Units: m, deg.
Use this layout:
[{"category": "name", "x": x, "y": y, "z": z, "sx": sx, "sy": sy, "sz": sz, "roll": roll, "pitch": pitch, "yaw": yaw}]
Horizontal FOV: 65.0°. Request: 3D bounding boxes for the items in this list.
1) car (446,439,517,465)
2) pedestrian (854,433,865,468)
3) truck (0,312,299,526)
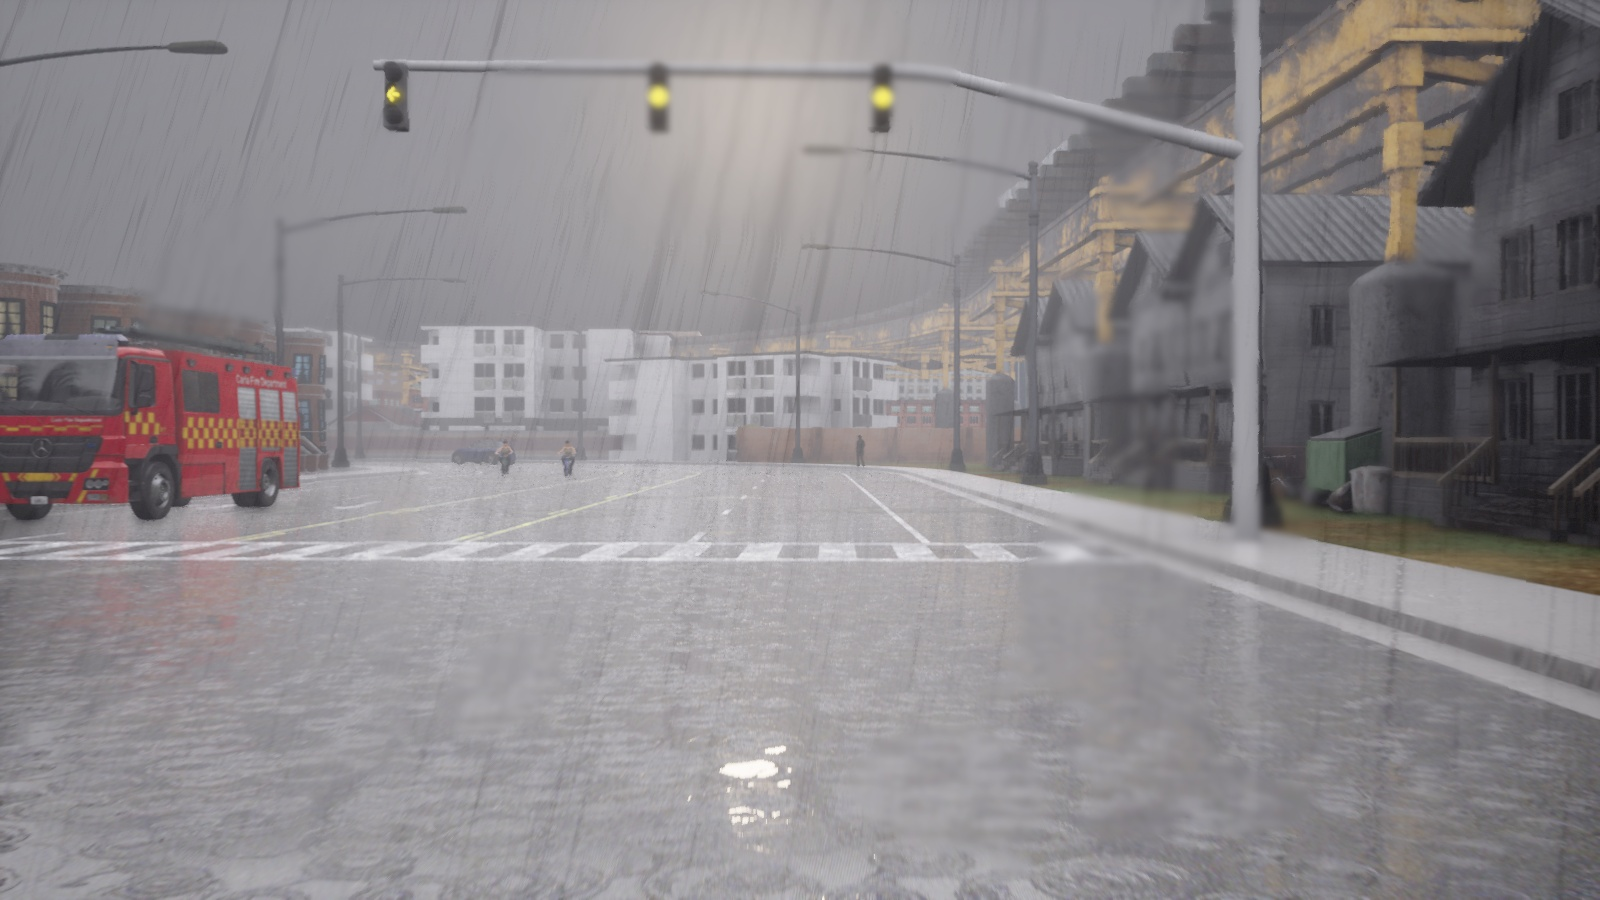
[{"category": "car", "x": -22.168, "y": 0.094, "z": 87.512, "sx": 4.553, "sy": 1.767, "sz": 2.097, "roll": 0, "pitch": 0, "yaw": 27}, {"category": "pedestrian", "x": 3.310, "y": 0.011, "z": 69.762, "sx": 0.395, "sy": 1.930, "sz": 0.692, "roll": 0, "pitch": 0, "yaw": -17}, {"category": "truck", "x": -13.827, "y": -0.580, "z": 26.755, "sx": 2.891, "sy": 3.827, "sz": 8.468, "roll": 0, "pitch": 0, "yaw": 0}]
